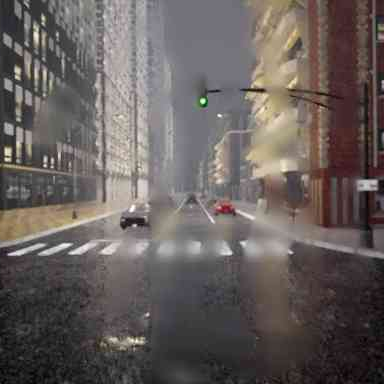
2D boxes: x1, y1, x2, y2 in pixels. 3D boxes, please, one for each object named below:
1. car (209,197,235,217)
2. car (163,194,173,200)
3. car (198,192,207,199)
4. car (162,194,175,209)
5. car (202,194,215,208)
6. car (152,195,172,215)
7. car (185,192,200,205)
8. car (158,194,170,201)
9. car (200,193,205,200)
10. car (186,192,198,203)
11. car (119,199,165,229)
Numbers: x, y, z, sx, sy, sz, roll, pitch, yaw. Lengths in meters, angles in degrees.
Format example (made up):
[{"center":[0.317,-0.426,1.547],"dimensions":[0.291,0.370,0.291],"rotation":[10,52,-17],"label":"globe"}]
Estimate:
[{"center":[2.697,1.350,28.305],"dimensions":[1.802,1.307,4.206],"rotation":[-1,0,0],"label":"car"},{"center":[-5.798,1.089,80.751],"dimensions":[1.887,1.381,4.507],"rotation":[-1,0,0],"label":"car"},{"center":[2.580,0.889,80.760],"dimensions":[1.967,1.590,4.097],"rotation":[-1,0,0],"label":"car"},{"center":[-3.160,1.279,41.165],"dimensions":[1.812,1.442,4.674],"rotation":[-1,0,1],"label":"car"},{"center":[2.630,1.238,41.222],"dimensions":[2.008,1.369,4.403],"rotation":[-1,0,0],"label":"car"},{"center":[-3.147,1.323,30.920],"dimensions":[1.837,1.490,4.892],"rotation":[-1,0,0],"label":"car"},{"center":[-0.072,1.183,50.900],"dimensions":[1.812,1.442,4.674],"rotation":[-1,0,0],"label":"car"},{"center":[-5.784,1.160,69.454],"dimensions":[2.008,1.369,4.403],"rotation":[-1,0,0],"label":"car"},{"center":[2.624,1.203,46.870],"dimensions":[2.008,1.369,4.403],"rotation":[-1,0,0],"label":"car"},{"center":[-0.086,0.949,60.871],"dimensions":[2.097,1.767,4.553],"rotation":[-1,0,0],"label":"car"},{"center":[-3.137,1.430,20.804],"dimensions":[2.033,1.411,5.357],"rotation":[-1,0,0],"label":"car"}]
